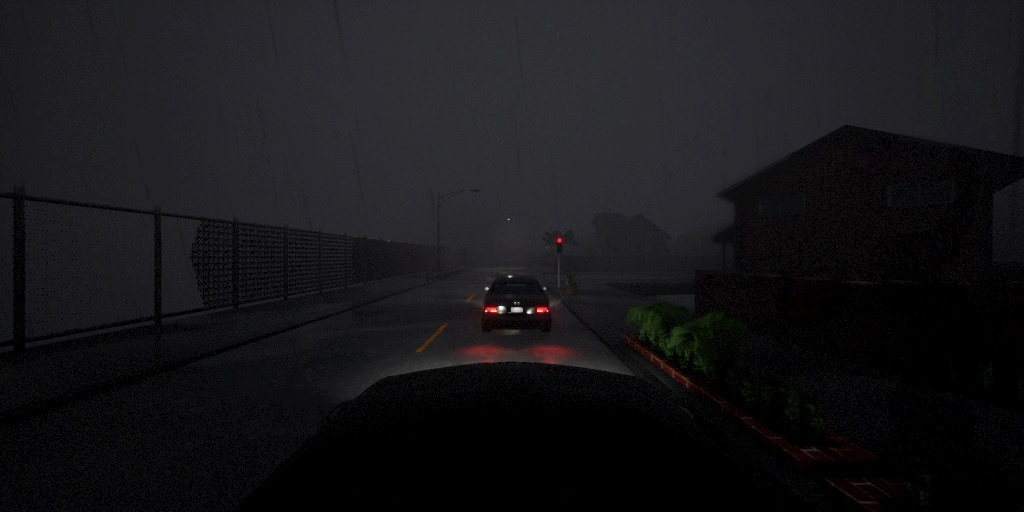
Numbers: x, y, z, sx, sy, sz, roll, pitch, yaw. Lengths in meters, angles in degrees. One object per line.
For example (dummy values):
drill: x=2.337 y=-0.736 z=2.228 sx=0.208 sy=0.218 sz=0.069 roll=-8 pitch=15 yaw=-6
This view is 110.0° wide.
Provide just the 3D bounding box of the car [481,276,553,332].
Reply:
car: x=0.118 y=1.297 z=10.825 sx=2.033 sy=1.411 sz=5.357 roll=0 pitch=0 yaw=0
